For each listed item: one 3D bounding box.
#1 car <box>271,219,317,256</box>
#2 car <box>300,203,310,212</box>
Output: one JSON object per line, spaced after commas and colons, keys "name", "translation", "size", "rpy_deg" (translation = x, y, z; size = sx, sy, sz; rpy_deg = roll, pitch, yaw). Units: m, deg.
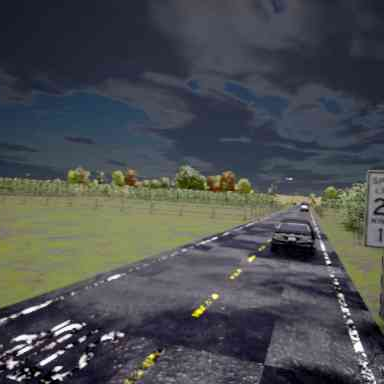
{"name": "car", "translation": [4.818, 1.998, 15.682], "size": [2.033, 1.411, 5.357], "rpy_deg": [3, -1, 19]}
{"name": "car", "translation": [26.082, 3.913, 77.225], "size": [1.895, 1.301, 4.718], "rpy_deg": [3, -1, 19]}
